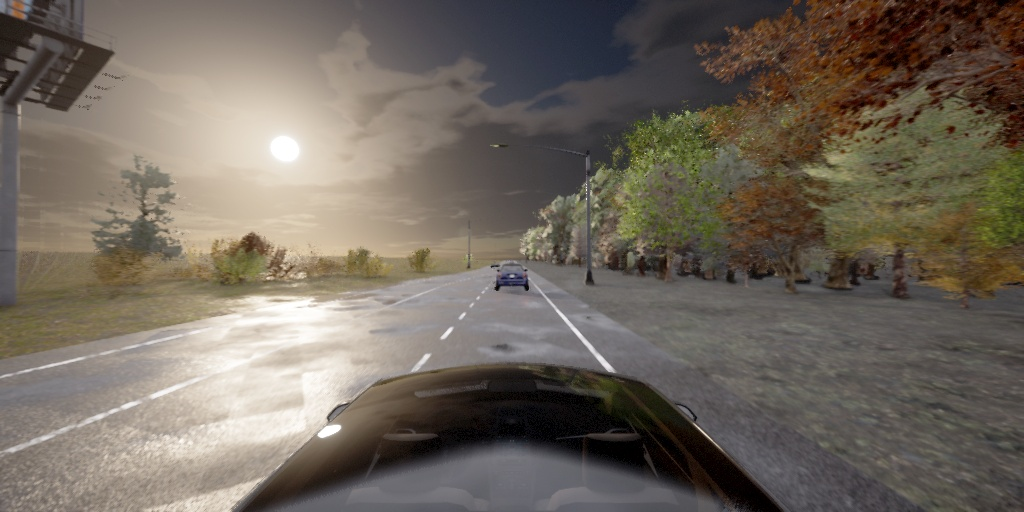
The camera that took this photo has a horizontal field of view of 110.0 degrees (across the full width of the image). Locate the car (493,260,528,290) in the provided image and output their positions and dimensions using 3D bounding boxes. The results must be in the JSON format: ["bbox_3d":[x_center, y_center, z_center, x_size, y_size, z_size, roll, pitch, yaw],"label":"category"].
[{"bbox_3d":[0.011,1.312,24.761,2.097,1.767,4.553,0,-1,0],"label":"car"}]
